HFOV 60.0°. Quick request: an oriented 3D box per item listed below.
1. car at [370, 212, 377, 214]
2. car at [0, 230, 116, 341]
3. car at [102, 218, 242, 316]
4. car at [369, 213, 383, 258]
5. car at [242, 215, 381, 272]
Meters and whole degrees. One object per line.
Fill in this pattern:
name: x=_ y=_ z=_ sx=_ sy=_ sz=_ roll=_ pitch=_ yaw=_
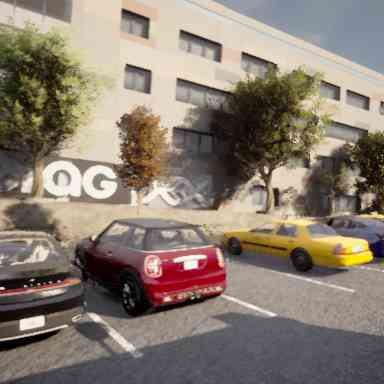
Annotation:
car: x=7.724 y=1.654 z=14.699 sx=1.946 sy=1.575 sz=5.366 roll=1 pitch=0 yaw=-35
car: x=-3.537 y=1.490 z=6.435 sx=2.231 sy=1.521 sz=4.892 roll=1 pitch=0 yaw=-35
car: x=-1.248 y=1.397 z=8.035 sx=2.185 sy=1.767 sz=4.553 roll=1 pitch=0 yaw=-35
car: x=5.540 y=1.653 z=12.949 sx=2.163 sy=1.488 sz=4.792 roll=1 pitch=0 yaw=-35
car: x=3.175 y=1.587 z=11.455 sx=1.946 sy=1.575 sz=5.366 roll=1 pitch=0 yaw=-35
